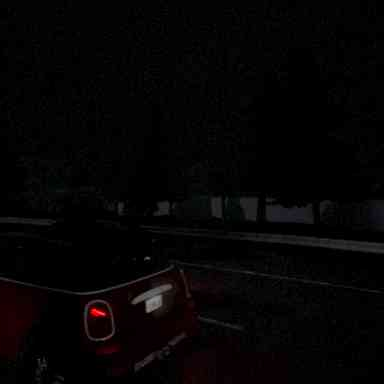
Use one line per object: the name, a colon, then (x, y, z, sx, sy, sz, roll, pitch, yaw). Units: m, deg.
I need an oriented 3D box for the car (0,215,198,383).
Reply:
car: (-2.251, 1.315, 5.026, 4.553, 1.767, 2.097, 0, 0, 32)

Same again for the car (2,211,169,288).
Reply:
car: (-3.203, 1.438, 9.663, 4.892, 1.490, 1.837, 0, 0, 30)
